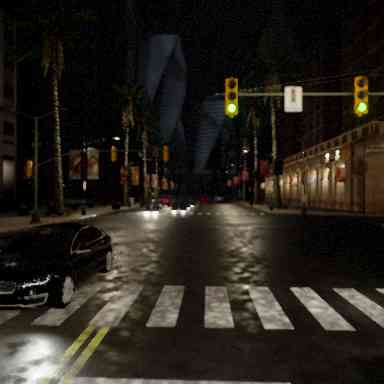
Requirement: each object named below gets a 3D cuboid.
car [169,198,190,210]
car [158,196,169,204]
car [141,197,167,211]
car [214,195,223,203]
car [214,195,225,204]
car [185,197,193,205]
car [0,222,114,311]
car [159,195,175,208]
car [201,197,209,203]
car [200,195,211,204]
[{"bbox_3d":[-1.719,1.888,47.423,1.994,1.385,4.181,0,0,2],"label":"car"},{"bbox_3d":[-6.888,1.904,80.777,2.185,1.767,4.553,0,0,2],"label":"car"},{"bbox_3d":[-5.262,1.807,46.425,2.128,1.511,4.902,0,0,2],"label":"car"},{"bbox_3d":[6.922,1.821,87.674,2.150,2.045,5.566,0,0,2],"label":"car"},{"bbox_3d":[6.621,2.057,77.597,2.128,1.511,4.902,0,0,2],"label":"car"},{"bbox_3d":[-1.280,1.899,57.711,1.837,1.490,4.892,0,0,3],"label":"car"},{"bbox_3d":[-3.320,1.560,8.145,1.837,1.490,4.892,0,0,2],"label":"car"},{"bbox_3d":[-4.786,1.610,57.782,2.150,2.045,5.566,0,0,2],"label":"car"},{"bbox_3d":[3.423,2.095,87.747,1.837,1.490,4.892,0,0,2],"label":"car"},{"bbox_3d":[3.113,1.756,77.374,2.150,2.045,5.566,0,0,2],"label":"car"}]
